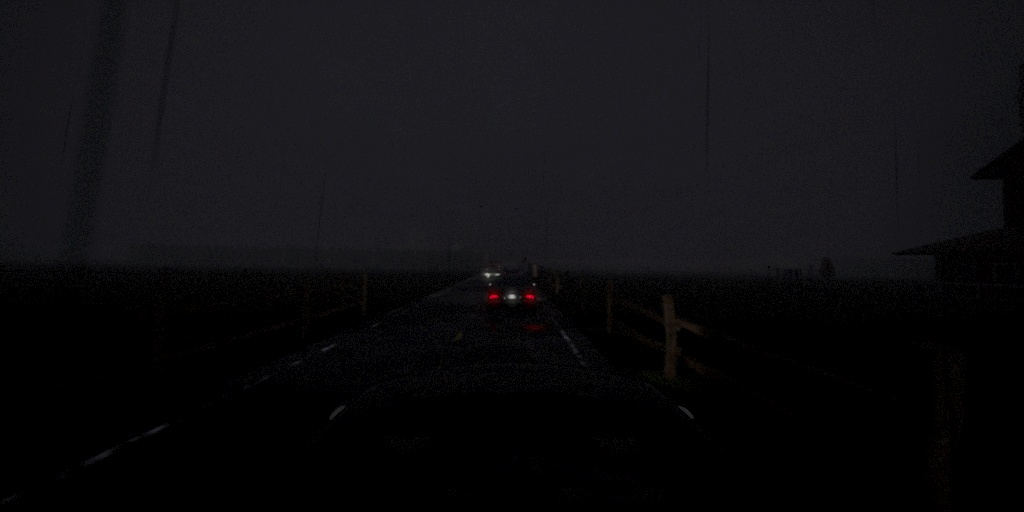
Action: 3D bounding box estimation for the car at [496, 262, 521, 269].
[{"bbox_3d":[0.008,1.539,30.354,2.128,1.511,4.902,0,0,0],"label":"car"}]

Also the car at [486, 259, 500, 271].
[{"bbox_3d":[-2.776,1.533,55.377,2.150,2.045,5.566,0,-1,0],"label":"car"}]

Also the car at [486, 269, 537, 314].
[{"bbox_3d":[0.003,1.429,14.389,2.033,1.411,5.357,0,-1,0],"label":"car"}]
